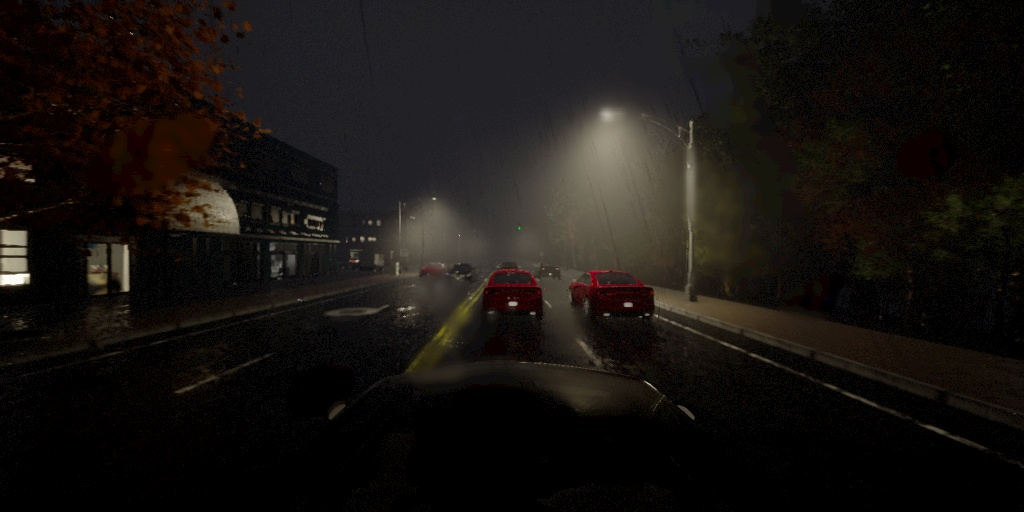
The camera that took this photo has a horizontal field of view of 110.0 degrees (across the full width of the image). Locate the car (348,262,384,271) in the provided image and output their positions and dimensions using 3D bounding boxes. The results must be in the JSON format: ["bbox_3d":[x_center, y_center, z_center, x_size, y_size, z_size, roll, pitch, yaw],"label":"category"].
[{"bbox_3d":[-20.682,1.564,51.603,4.313,1.339,1.948,0,0,-1],"label":"car"}]

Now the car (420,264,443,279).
[{"bbox_3d":[-7.007,1.348,32.770,1.895,1.301,4.718,0,0,-1],"label":"car"}]

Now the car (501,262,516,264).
[{"bbox_3d":[-0.289,1.251,30.669,1.837,1.490,4.892,0,0,-1],"label":"car"}]

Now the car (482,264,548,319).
[{"bbox_3d":[-0.009,1.226,12.801,1.882,1.535,5.008,0,0,-1],"label":"car"}]

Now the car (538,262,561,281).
[{"bbox_3d":[2.965,1.238,30.418,2.128,1.511,4.902,0,0,-1],"label":"car"}]

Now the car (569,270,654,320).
[{"bbox_3d":[3.244,1.226,12.594,1.882,1.535,5.008,0,0,-1],"label":"car"}]

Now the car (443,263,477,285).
[{"bbox_3d":[-3.670,1.273,26.660,1.812,1.442,4.674,0,0,-1],"label":"car"}]
